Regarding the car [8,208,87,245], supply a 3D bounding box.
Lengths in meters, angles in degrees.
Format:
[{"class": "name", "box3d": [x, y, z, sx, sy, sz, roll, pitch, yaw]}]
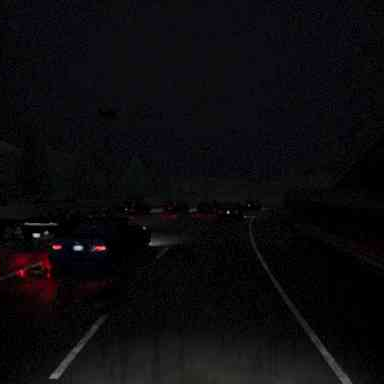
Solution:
[{"class": "car", "box3d": [-5.820, 1.479, 15.451, 2.128, 1.511, 4.902, 0, 0, 7]}]

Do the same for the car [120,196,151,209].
[{"class": "car", "box3d": [-5.757, 1.479, 34.504, 2.128, 1.511, 4.902, 0, 0, 14]}]

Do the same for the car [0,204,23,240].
[{"class": "car", "box3d": [-9.522, 1.456, 13.797, 1.882, 1.535, 5.008, 0, 0, 6]}]

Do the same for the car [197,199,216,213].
[{"class": "car", "box3d": [1.946, 1.483, 36.152, 1.882, 1.535, 5.008, 0, 0, 16]}]

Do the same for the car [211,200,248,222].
[{"class": "car", "box3d": [3.177, 1.555, 26.881, 2.033, 1.411, 5.357, 0, 0, 12]}]

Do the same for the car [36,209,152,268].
[{"class": "car", "box3d": [-2.791, 1.541, 11.335, 2.033, 1.411, 5.357, 0, 0, 5]}]

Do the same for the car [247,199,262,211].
[{"class": "car", "box3d": [7.606, 1.582, 42.328, 1.994, 1.385, 4.181, 0, 0, 19]}]

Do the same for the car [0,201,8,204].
[{"class": "car", "box3d": [-23.114, 1.512, 37.935, 1.994, 1.385, 4.181, 0, 0, 15]}]

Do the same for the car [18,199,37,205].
[{"class": "car", "box3d": [-18.959, 1.505, 40.162, 2.033, 1.411, 5.357, 0, 0, 16]}]

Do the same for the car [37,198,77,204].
[{"class": "car", "box3d": [-15.503, 1.471, 39.394, 1.837, 1.490, 4.892, 0, 0, 16]}]

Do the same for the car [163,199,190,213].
[{"class": "car", "box3d": [-1.631, 1.489, 36.336, 2.128, 1.511, 4.902, 0, 0, 16]}]
